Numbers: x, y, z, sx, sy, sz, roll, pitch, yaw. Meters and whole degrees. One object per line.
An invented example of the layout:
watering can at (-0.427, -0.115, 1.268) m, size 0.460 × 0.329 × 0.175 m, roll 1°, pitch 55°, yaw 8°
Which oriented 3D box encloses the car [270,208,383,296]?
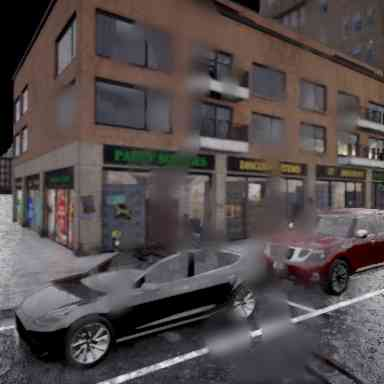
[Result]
car at (4.034, 1.400, 9.062) m, size 5.009 × 1.841 × 2.192 m, roll 1°, pitch 0°, yaw -35°

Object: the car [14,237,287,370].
car at (-0.594, 1.593, 5.762) m, size 4.313 × 1.339 × 1.947 m, roll 1°, pitch 0°, yaw -35°
